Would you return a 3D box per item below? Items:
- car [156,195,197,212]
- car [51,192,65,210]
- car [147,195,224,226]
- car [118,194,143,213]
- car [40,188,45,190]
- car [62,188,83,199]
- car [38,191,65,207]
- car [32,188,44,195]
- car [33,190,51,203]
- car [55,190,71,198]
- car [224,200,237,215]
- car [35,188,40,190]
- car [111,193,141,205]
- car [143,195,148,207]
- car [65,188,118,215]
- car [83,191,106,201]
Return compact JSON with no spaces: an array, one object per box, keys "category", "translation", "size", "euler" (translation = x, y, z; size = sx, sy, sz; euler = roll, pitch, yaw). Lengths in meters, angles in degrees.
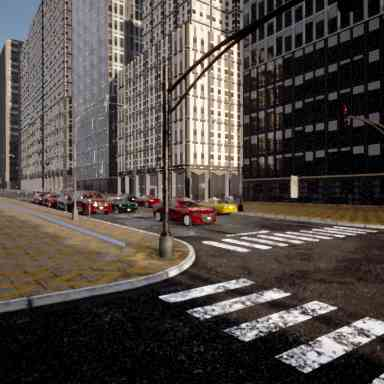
[{"category":"car","translation":[-1.582,1.066,32.173],"size":[1.947,1.339,4.313],"euler":[1,0,-36]},{"category":"car","translation":[-11.659,0.987,31.770],"size":[1.947,1.339,4.313],"euler":[1,0,-36]},{"category":"car","translation":[-0.567,1.177,20.921],"size":[1.882,1.535,5.008],"euler":[0,1,-38]},{"category":"car","translation":[-6.475,1.112,29.035],"size":[1.895,1.301,4.718],"euler":[0,1,-36]},{"category":"car","translation":[-31.376,0.104,73.042],"size":[1.887,1.381,4.507],"euler":[1,0,-36]},{"category":"car","translation":[-21.439,0.187,59.417],"size":[2.192,1.841,5.009],"euler":[1,0,-36]},{"category":"car","translation":[-14.968,0.861,36.310],"size":[1.887,1.381,4.507],"euler":[1,0,-36]},{"category":"car","translation":[-37.995,-0.208,82.123],"size":[1.967,1.590,4.097],"euler":[1,0,-36]},{"category":"car","translation":[-18.279,0.794,40.851],"size":[1.802,1.307,4.206],"euler":[1,0,-36]},{"category":"car","translation":[-24.855,0.289,64.097],"size":[1.752,1.417,4.829],"euler":[1,0,-36]},{"category":"car","translation":[1.698,1.127,27.823],"size":[1.752,1.417,4.829],"euler":[1,0,-36]},{"category":"car","translation":[-34.685,-0.104,77.583],"size":[1.967,1.590,4.097],"euler":[1,0,-36]},{"category":"car","translation":[-8.203,0.856,41.254],"size":[1.947,1.339,4.313],"euler":[1,0,-36]},{"category":"car","translation":[-4.892,0.977,36.713],"size":[1.802,1.307,4.206],"euler":[1,0,-36]},{"category":"car","translation":[-8.343,0.841,27.228],"size":[2.192,1.841,5.009],"euler":[1,0,-36]},{"category":"car","translation":[-14.824,0.646,50.337],"size":[1.947,1.339,4.313],"euler":[1,0,-36]}]
